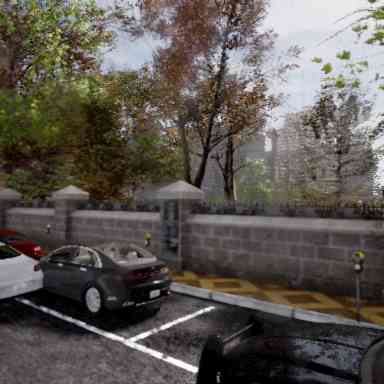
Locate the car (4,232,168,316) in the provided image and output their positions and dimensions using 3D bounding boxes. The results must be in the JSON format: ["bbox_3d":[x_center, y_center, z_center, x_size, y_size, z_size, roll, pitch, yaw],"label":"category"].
[{"bbox_3d":[-2.464,1.852,8.094,4.403,1.369,2.008,-1,-3,38],"label":"car"}]

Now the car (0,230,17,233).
[{"bbox_3d":[-6.817,1.962,11.535,4.206,1.307,1.802,-1,-3,38],"label":"car"}]

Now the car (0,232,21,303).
[{"bbox_3d":[-5.537,1.771,7.708,4.674,1.442,1.812,0,-2,26],"label":"car"}]

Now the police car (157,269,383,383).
[{"bbox_3d":[2.353,1.550,2.071,5.238,1.638,1.930,-1,-3,38],"label":"police car"}]
